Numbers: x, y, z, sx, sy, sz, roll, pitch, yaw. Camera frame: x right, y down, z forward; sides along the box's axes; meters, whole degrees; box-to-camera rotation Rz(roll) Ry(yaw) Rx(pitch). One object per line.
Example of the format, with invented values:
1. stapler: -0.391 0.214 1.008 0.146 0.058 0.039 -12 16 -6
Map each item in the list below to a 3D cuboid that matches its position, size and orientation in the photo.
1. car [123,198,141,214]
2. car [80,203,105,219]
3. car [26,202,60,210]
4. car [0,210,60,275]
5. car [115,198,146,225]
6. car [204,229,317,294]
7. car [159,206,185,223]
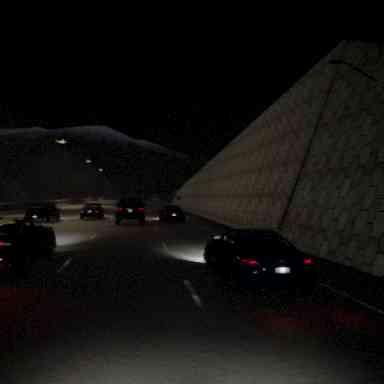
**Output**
1. car: -7.583 1.716 42.056 2.097 1.767 4.553 1 -1 -10
2. car: -9.255 1.757 31.192 2.033 1.411 5.357 1 -1 -10
3. car: -12.113 1.619 27.197 1.837 1.490 4.892 1 -1 -10
4. car: -5.641 1.518 10.361 2.128 1.511 4.902 1 -1 -10
5. car: -4.839 1.447 26.242 2.150 2.045 5.566 1 -1 -10
6. car: 1.648 1.702 9.278 1.994 1.385 4.181 1 -1 -10
7. car: -1.808 1.877 29.208 1.994 1.385 4.181 1 -1 -10
